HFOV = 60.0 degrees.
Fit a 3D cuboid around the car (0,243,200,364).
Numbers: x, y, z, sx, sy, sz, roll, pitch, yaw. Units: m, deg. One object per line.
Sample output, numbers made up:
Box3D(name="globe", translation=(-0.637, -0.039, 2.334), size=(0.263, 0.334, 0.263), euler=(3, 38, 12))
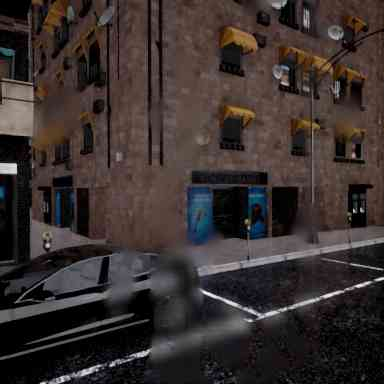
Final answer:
Box3D(name="car", translation=(-1.852, 1.566, 5.244), size=(4.313, 1.339, 1.947), euler=(0, 0, -36))
